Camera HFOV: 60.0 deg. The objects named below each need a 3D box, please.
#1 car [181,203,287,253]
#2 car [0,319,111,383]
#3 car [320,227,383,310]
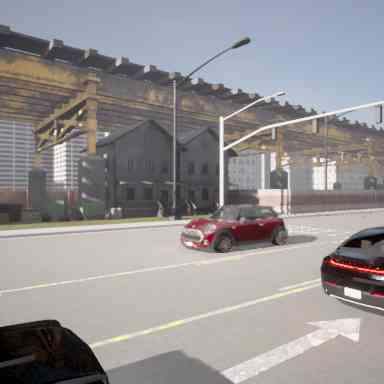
[{"bbox_3d":[1.764,1.352,13.709,4.553,1.767,2.097,0,0,-34],"label":"car"},{"bbox_3d":[-2.769,1.601,1.774,4.718,1.301,1.895,0,0,-35],"label":"car"},{"bbox_3d":[4.764,1.505,7.162,4.892,1.490,1.837,0,0,-35],"label":"car"}]
